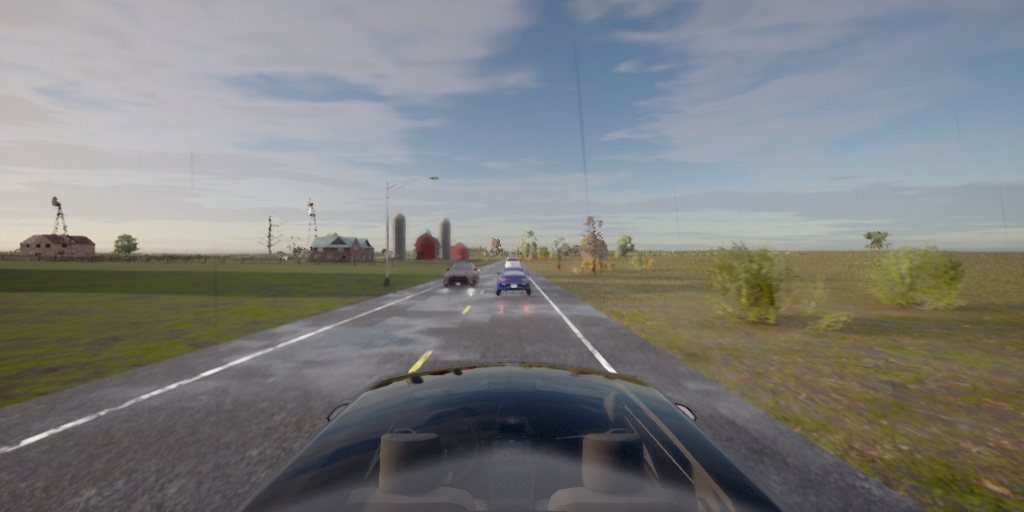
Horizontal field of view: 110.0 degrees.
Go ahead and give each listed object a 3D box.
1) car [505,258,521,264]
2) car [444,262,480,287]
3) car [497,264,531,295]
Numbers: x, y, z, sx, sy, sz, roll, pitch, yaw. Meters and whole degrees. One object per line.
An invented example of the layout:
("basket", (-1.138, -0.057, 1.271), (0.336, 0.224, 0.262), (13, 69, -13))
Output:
("car", (0.097, 1.258, 54.191), (2.150, 2.045, 5.566), (0, 0, 0))
("car", (-3.504, 1.236, 25.640), (2.097, 1.767, 4.553), (0, 0, 0))
("car", (0.101, 1.385, 20.796), (1.812, 1.442, 4.674), (0, 0, 0))
